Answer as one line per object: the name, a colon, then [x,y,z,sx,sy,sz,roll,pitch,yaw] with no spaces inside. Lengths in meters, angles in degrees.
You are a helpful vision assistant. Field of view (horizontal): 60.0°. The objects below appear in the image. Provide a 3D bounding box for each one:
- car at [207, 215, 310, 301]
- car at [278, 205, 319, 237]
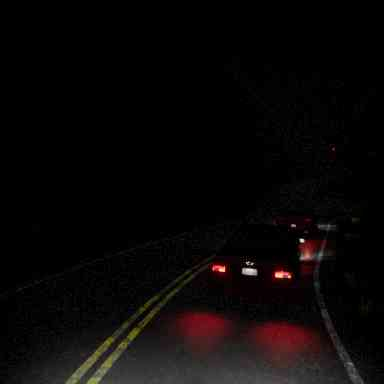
car: [1.860,1.549,8.631,2.033,1.411,5.357,2,0,18]
car: [5.932,1.487,18.483,1.882,1.535,5.008,2,1,23]
